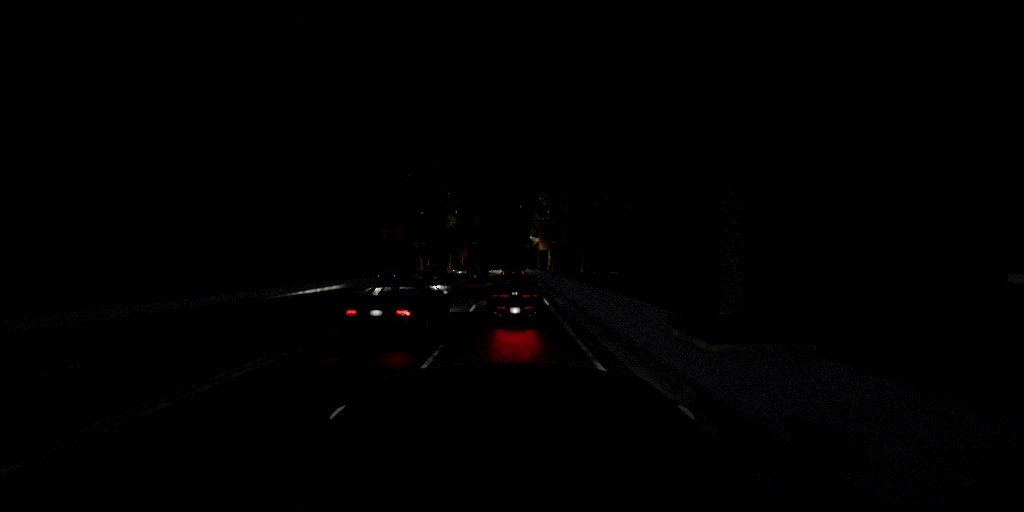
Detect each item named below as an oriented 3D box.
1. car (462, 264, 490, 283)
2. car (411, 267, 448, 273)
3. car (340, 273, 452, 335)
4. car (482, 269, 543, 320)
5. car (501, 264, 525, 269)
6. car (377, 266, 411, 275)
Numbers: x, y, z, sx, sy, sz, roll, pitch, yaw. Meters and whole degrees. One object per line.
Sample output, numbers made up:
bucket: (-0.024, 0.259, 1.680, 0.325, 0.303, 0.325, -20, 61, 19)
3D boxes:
car: (-3.135, 1.620, 33.144, 1.882, 1.535, 5.008, 0, -1, 0)
car: (-6.585, 1.651, 30.320, 2.033, 1.411, 5.357, 0, -1, 0)
car: (-3.156, 1.407, 10.867, 2.033, 1.411, 5.357, 0, -1, 0)
car: (0.099, 1.396, 13.225, 1.837, 1.490, 4.892, 0, 0, 0)
car: (0.112, 1.467, 31.146, 2.097, 1.767, 4.553, 0, -1, 0)
car: (-9.833, 1.582, 30.415, 1.882, 1.535, 5.008, 0, -1, 0)
